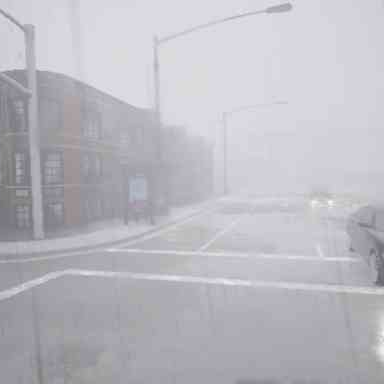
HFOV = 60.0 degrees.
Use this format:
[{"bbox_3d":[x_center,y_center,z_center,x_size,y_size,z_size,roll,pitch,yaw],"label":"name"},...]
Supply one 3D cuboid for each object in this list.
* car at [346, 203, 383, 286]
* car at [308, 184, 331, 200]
[{"bbox_3d":[4.995,1.028,7.958,1.882,1.535,5.008,-1,2,17],"label":"car"},{"bbox_3d":[12.401,-0.088,32.443,1.812,1.442,4.674,-1,2,17],"label":"car"}]
